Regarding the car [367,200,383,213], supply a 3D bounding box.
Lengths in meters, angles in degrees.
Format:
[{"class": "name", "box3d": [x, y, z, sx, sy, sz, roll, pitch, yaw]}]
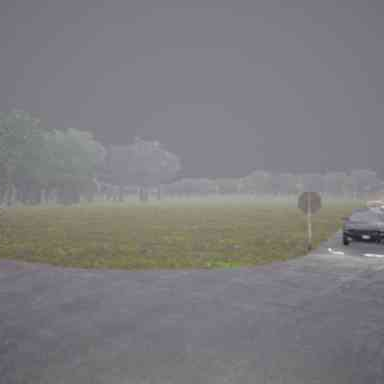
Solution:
[{"class": "car", "box3d": [23.450, 1.801, 42.143, 2.033, 1.411, 5.357, -1, -1, 30]}]

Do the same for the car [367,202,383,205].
[{"class": "car", "box3d": [13.190, 1.709, 24.254, 1.994, 1.385, 4.181, -1, -1, 29]}]

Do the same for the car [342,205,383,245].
[{"class": "car", "box3d": [8.279, 1.571, 15.640, 1.882, 1.535, 5.008, -1, -1, 30]}]
